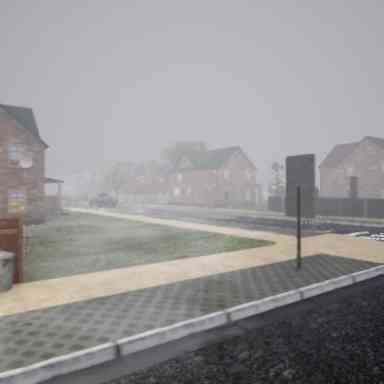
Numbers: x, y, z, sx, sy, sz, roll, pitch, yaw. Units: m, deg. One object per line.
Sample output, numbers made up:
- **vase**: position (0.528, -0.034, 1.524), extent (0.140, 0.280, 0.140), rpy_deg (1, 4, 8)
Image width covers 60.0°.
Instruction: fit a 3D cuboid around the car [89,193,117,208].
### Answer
- **car**: position (-11.864, 1.079, 44.038), extent (2.150, 2.045, 5.566), rpy_deg (0, 0, -35)
